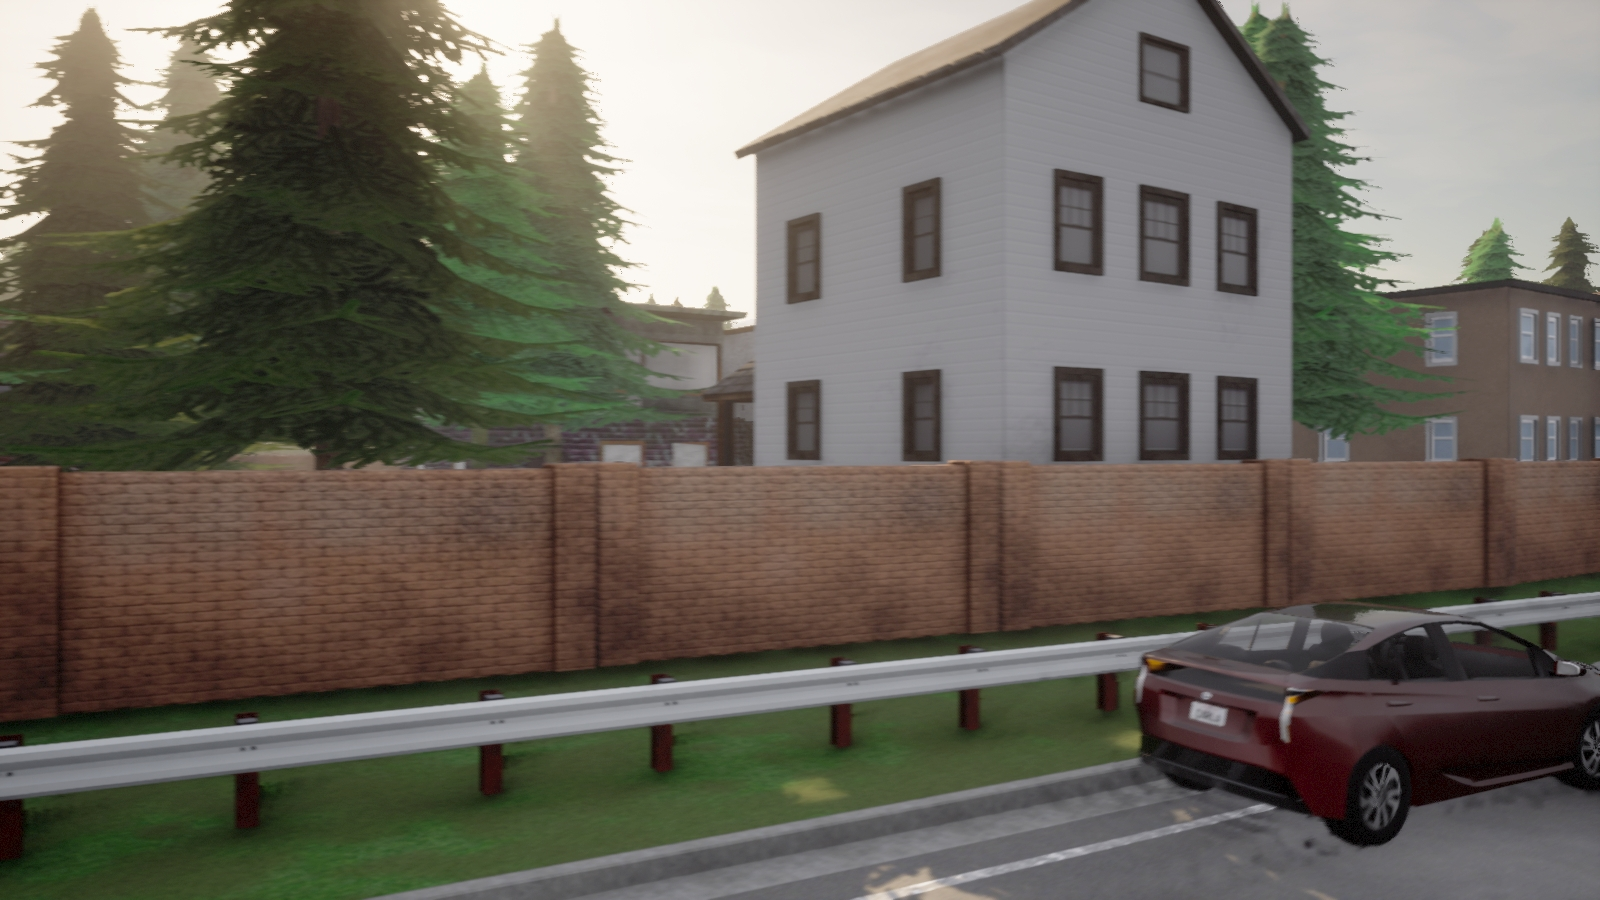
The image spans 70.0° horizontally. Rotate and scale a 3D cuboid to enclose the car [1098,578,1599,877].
[{"bbox_3d":[4.877,2.040,9.456,4.514,1.525,2.007,0,0,-29],"label":"car"}]
